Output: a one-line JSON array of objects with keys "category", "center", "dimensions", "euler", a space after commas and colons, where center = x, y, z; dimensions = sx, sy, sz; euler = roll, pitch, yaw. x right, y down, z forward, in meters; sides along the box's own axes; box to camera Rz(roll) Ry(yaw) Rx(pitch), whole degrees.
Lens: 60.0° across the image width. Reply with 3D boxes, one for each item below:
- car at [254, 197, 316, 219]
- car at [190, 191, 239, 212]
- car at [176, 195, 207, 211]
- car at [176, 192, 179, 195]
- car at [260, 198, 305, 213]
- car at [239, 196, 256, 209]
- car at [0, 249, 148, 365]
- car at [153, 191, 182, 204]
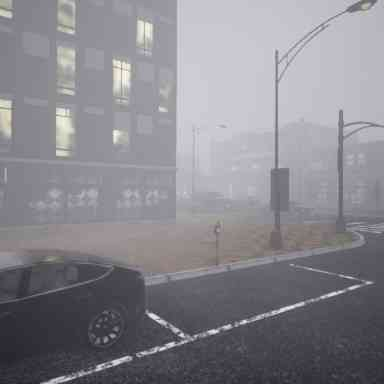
[{"category": "car", "center": [7.598, 1.318, 26.690], "dimensions": [1.812, 1.442, 4.674], "euler": [0, 1, -36]}, {"category": "car", "center": [1.843, 0.894, 34.512], "dimensions": [2.150, 2.045, 5.566], "euler": [0, 1, -36]}, {"category": "car", "center": [-0.785, 1.231, 33.721], "dimensions": [1.802, 1.307, 4.206], "euler": [1, 0, -36]}, {"category": "car", "center": [-0.611, 1.101, 47.622], "dimensions": [2.008, 1.369, 4.403], "euler": [1, 0, -36]}, {"category": "car", "center": [9.252, 1.340, 34.222], "dimensions": [1.802, 1.307, 4.206], "euler": [1, 0, -36]}, {"category": "car", "center": [5.966, 1.130, 38.690], "dimensions": [1.967, 1.590, 4.097], "euler": [1, 0, -36]}, {"category": "car", "center": [-2.707, 1.566, 4.623], "dimensions": [4.313, 1.339, 1.947], "euler": [0, 0, -36]}, {"category": "car", "center": [-3.893, 0.793, 52.088], "dimensions": [2.192, 1.841, 5.009], "euler": [1, 0, -36]}]
